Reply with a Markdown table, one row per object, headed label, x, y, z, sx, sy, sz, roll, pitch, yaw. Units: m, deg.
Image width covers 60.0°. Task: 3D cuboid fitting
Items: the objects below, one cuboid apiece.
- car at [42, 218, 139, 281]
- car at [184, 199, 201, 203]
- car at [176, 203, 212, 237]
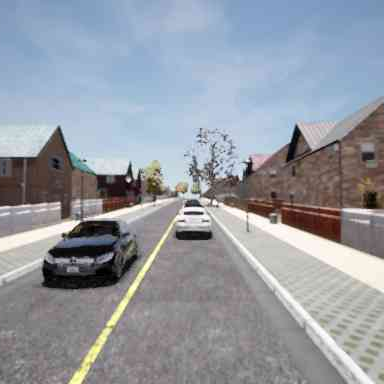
| label | x | y | z | sx | sy | sz | roll | pitch | yaw |
| --- | --- | --- | --- | --- | --- | --- | --- | --- | --- |
| car | -2.755 | 1.542 | 10.013 | 1.812 | 1.442 | 4.674 | 0 | 0 | 0 |
| car | 0.078 | 1.551 | 38.904 | 1.882 | 1.535 | 5.008 | 0 | 0 | 0 |
| car | 0.085 | 1.554 | 18.270 | 1.812 | 1.442 | 4.674 | 0 | 0 | 0 |
